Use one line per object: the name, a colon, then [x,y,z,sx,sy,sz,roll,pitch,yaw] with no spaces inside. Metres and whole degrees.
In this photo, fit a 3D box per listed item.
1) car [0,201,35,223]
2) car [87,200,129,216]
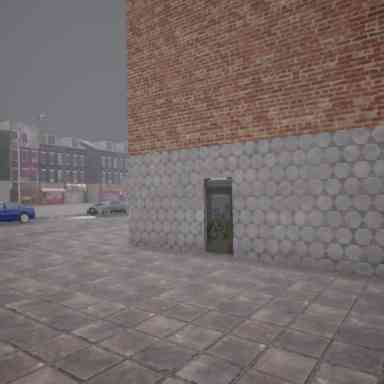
car: [-13.220,1.430,22.441,1.882,1.535,5.008,-2,0,35]
car: [-7.532,1.411,30.511,1.994,1.385,4.181,-2,0,35]
